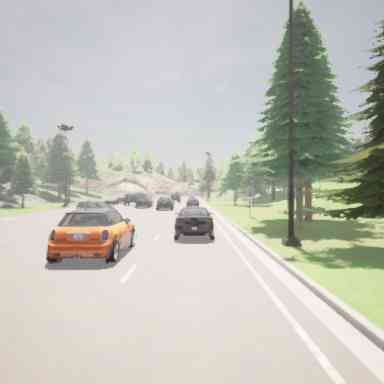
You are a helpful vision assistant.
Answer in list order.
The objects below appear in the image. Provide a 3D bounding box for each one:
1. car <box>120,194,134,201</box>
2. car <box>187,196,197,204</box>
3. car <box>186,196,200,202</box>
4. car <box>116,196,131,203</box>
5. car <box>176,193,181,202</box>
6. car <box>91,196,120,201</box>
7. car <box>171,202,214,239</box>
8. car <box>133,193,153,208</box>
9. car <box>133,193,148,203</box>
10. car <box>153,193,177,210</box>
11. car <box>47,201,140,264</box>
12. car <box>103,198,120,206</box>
[{"bbox_3d":[-10.470,1.279,58.282,2.150,2.045,5.566,0,0,0],"label":"car"},{"bbox_3d":[0.035,1.607,68.663,2.033,1.411,5.357,0,0,0],"label":"car"},{"bbox_3d":[0.124,1.537,48.500,2.128,1.511,4.902,0,0,0],"label":"car"},{"bbox_3d":[-13.965,1.501,67.838,2.128,1.511,4.902,0,0,0],"label":"car"},{"bbox_3d":[-3.464,1.293,69.945,2.150,2.045,5.566,0,0,0],"label":"car"},{"bbox_3d":[-6.887,1.377,23.693,2.097,1.767,4.553,0,0,0],"label":"car"},{"bbox_3d":[0.108,1.495,17.400,1.882,1.535,5.008,0,0,0],"label":"car"},{"bbox_3d":[-6.874,1.401,48.967,2.097,1.767,4.553,0,0,0],"label":"car"},{"bbox_3d":[-10.465,1.201,68.283,2.150,2.045,5.566,0,0,0],"label":"car"},{"bbox_3d":[-3.377,1.395,43.062,2.097,1.767,4.553,0,0,0],"label":"car"},{"bbox_3d":[-3.393,1.364,12.066,2.097,1.767,4.553,0,0,0],"label":"car"},{"bbox_3d":[-13.970,1.659,57.867,1.895,1.301,4.718,0,0,0],"label":"car"}]
